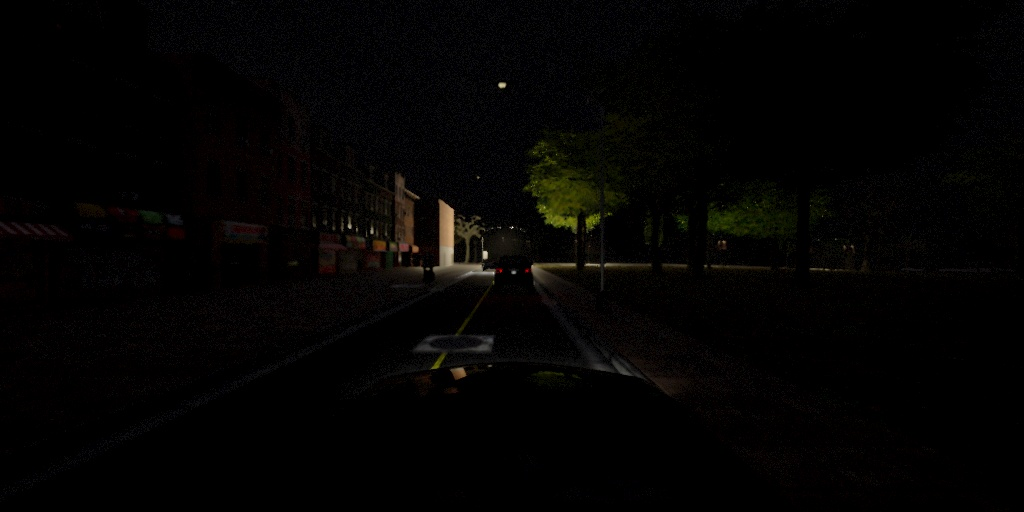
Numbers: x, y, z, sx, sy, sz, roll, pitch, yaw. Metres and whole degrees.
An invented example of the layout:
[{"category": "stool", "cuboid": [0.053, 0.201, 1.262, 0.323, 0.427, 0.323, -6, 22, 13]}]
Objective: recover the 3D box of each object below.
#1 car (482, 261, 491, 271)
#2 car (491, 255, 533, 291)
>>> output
[{"category": "car", "cuboid": [-2.836, 1.330, 46.802, 1.895, 1.301, 4.718, 0, 0, 0]}, {"category": "car", "cuboid": [0.098, 0.945, 21.569, 2.150, 2.045, 5.566, 0, 0, 0]}]
